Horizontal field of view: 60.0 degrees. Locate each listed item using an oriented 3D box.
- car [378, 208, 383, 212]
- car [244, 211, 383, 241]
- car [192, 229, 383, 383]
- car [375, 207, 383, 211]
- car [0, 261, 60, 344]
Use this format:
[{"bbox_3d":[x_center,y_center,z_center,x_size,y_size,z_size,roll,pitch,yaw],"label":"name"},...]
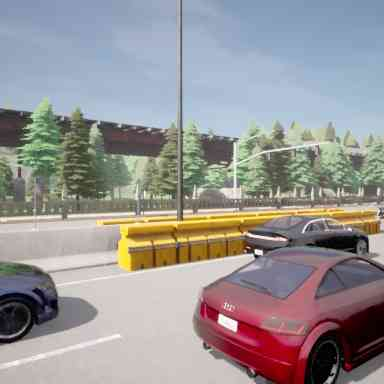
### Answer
[{"bbox_3d":[11.052,1.564,15.944,4.181,1.385,1.994,0,0,-35],"label":"car"},{"bbox_3d":[3.859,1.491,10.804,4.902,1.511,2.128,0,0,-36],"label":"car"},{"bbox_3d":[2.069,1.564,5.227,4.181,1.385,1.994,0,0,-35],"label":"car"},{"bbox_3d":[17.439,1.491,27.060,4.902,1.511,2.128,0,0,-3],"label":"car"},{"bbox_3d":[-4.264,1.564,5.001,4.181,1.385,1.994,0,0,-36],"label":"car"}]
